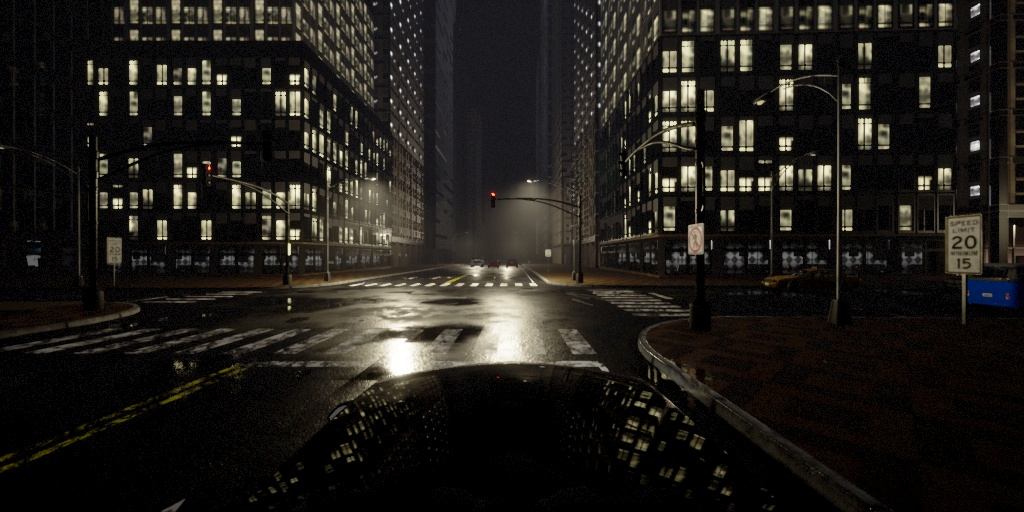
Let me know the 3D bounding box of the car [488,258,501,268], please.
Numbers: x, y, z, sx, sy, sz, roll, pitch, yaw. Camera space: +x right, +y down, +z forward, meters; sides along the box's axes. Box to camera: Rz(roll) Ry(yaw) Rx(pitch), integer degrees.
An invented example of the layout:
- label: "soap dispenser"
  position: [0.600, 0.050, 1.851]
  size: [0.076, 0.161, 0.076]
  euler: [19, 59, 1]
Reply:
- label: "car"
  position: [-3.237, 1.458, 63.180]
  size: [1.895, 1.301, 4.718]
  euler: [0, 0, 0]

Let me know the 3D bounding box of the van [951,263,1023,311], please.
- label: "van"
  position: [18.361, 1.118, 12.390]
  size: [3.998, 1.789, 1.690]
  euler: [0, 0, 2]

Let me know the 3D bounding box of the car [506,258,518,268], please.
- label: "car"
  position: [0.014, 1.210, 63.536]
  size: [2.097, 1.767, 4.553]
  euler: [0, 0, 0]

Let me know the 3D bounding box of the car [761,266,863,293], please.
- label: "car"
  position: [17.092, 1.292, 20.562]
  size: [4.829, 1.417, 1.751]
  euler: [0, 0, 2]

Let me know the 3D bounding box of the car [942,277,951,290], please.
- label: "car"
  position: [26.926, 1.355, 20.075]
  size: [4.207, 1.307, 1.802]
  euler: [0, 0, 2]
